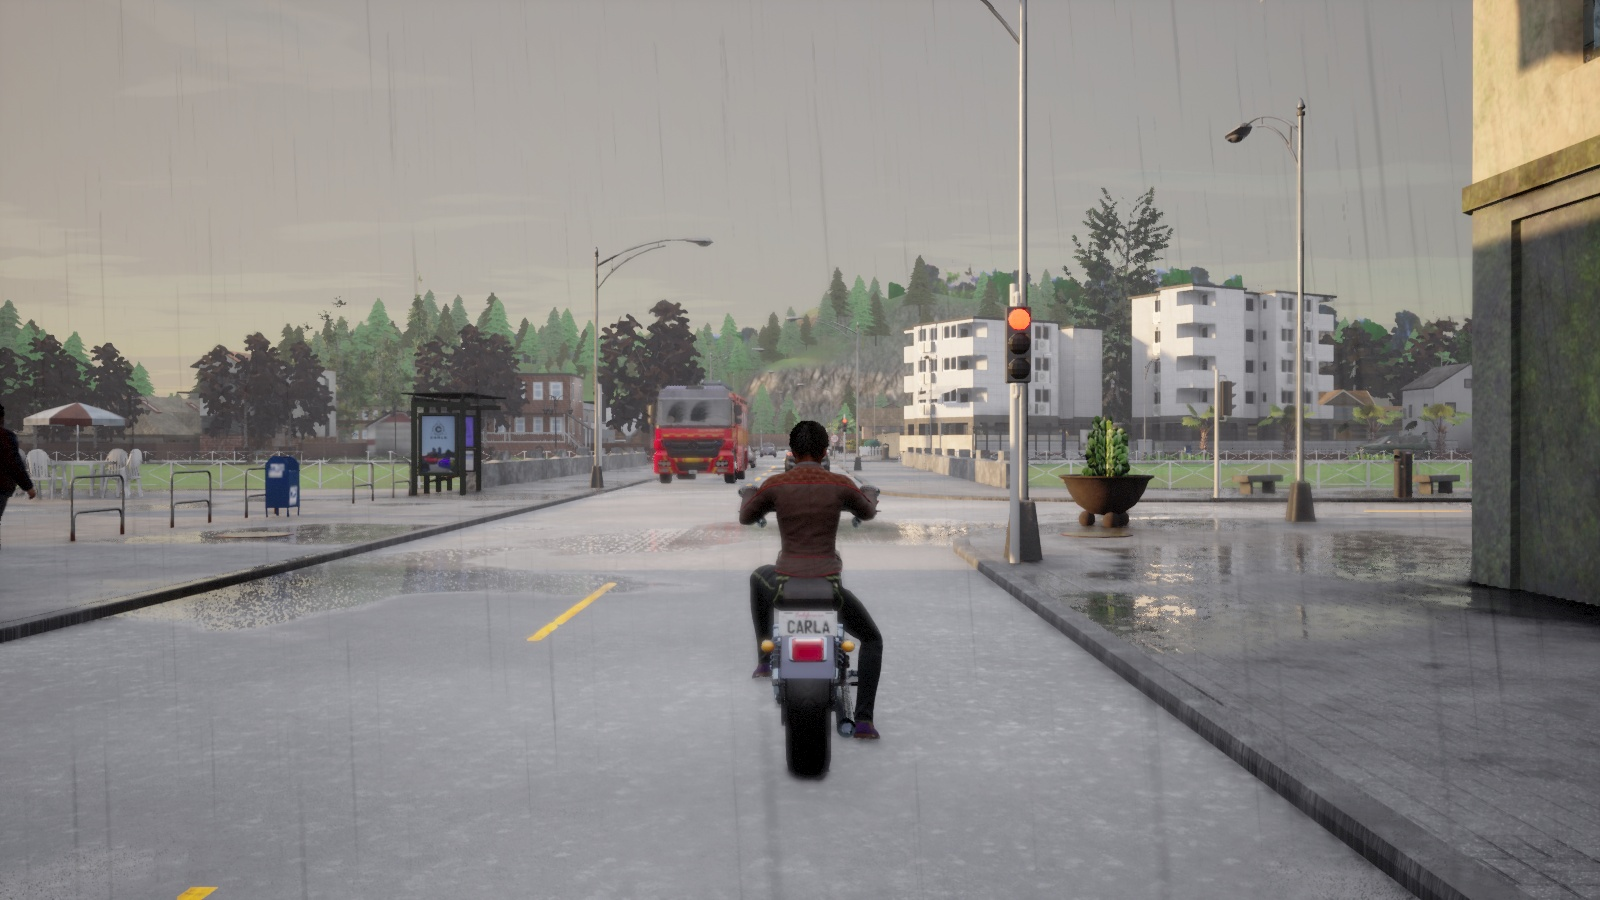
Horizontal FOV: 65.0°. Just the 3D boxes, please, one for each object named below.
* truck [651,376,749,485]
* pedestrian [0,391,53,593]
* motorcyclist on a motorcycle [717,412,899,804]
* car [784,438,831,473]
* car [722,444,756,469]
[{"bbox_3d":[-3.689,-0.694,48.481,2.891,3.827,8.468,0,0,2],"label":"truck"},{"bbox_3d":[-7.575,0.384,11.682,0.634,1.844,0.899,0,0,13],"label":"pedestrian"},{"bbox_3d":[0.046,0.660,6.456,0.766,1.649,2.350,0,0,1],"label":"motorcyclist on a motorcycle"},{"bbox_3d":[0.351,0.243,61.720,2.242,1.667,4.611,0,0,0],"label":"car"},{"bbox_3d":[-3.586,0.347,74.823,1.812,1.442,4.674,0,0,0],"label":"car"}]
